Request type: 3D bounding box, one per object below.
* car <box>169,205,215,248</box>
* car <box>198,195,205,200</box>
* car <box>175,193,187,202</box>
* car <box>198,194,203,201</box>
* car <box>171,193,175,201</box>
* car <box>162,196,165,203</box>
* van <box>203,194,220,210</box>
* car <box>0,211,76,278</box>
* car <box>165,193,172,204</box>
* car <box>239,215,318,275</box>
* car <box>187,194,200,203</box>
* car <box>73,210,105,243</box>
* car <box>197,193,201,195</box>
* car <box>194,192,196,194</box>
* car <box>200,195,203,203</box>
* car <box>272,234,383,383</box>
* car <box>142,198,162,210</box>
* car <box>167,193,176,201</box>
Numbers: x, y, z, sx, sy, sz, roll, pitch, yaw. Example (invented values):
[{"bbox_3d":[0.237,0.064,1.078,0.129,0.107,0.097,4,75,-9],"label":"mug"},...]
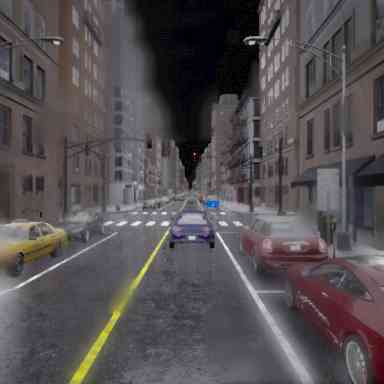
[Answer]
[{"bbox_3d":[0.000,1.533,14.650,1.812,1.442,4.674,0,0,0],"label":"car"},{"bbox_3d":[2.638,1.521,94.127,2.008,1.369,4.403,0,0,0],"label":"car"},{"bbox_3d":[-2.750,1.485,74.373,1.994,1.385,4.181,0,0,0],"label":"car"},{"bbox_3d":[2.638,1.574,65.721,1.802,1.307,4.206,0,0,0],"label":"car"},{"bbox_3d":[-5.387,1.554,71.397,1.947,1.339,4.313,0,0,0],"label":"car"},{"bbox_3d":[-5.388,1.541,48.669,1.887,1.381,4.507,0,0,0],"label":"car"},{"bbox_3d":[2.637,1.338,42.996,1.690,1.788,3.998,0,0,0],"label":"van"},{"bbox_3d":[-5.388,1.524,10.217,1.752,1.417,4.829,0,0,0],"label":"car"},{"bbox_3d":[-5.387,1.517,65.545,1.752,1.417,4.829,0,0,0],"label":"car"},{"bbox_3d":[2.637,1.439,10.396,1.967,1.590,4.097,0,0,0],"label":"car"},{"bbox_3d":[0.000,1.555,67.304,2.033,1.411,5.357,0,0,0],"label":"car"},{"bbox_3d":[-5.388,1.549,15.906,2.008,1.369,4.403,0,0,0],"label":"car"},{"bbox_3d":[2.638,1.303,71.403,2.192,1.841,5.009,0,0,0],"label":"car"},{"bbox_3d":[0.000,1.461,83.127,2.033,1.411,5.357,0,0,0],"label":"car"},{"bbox_3d":[2.638,1.578,54.358,1.802,1.307,4.206,0,0,0],"label":"car"},{"bbox_3d":[2.637,1.581,4.877,1.802,1.307,4.206,0,0,0],"label":"car"},{"bbox_3d":[-5.388,1.548,42.987,2.008,1.369,4.403,0,0,0],"label":"car"},{"bbox_3d":[-5.387,1.290,88.442,2.192,1.841,5.009,0,0,0],"label":"car"}]
